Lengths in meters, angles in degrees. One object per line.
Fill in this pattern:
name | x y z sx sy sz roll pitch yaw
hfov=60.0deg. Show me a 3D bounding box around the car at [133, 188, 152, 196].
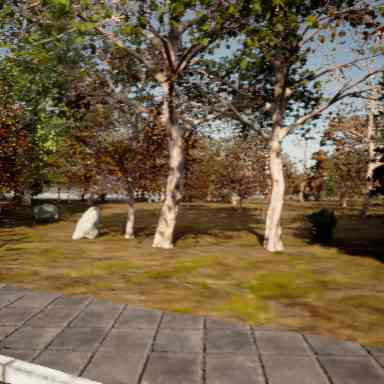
car | -14.332 0.012 90.796 2.435 2.045 5.566 5 1 32
